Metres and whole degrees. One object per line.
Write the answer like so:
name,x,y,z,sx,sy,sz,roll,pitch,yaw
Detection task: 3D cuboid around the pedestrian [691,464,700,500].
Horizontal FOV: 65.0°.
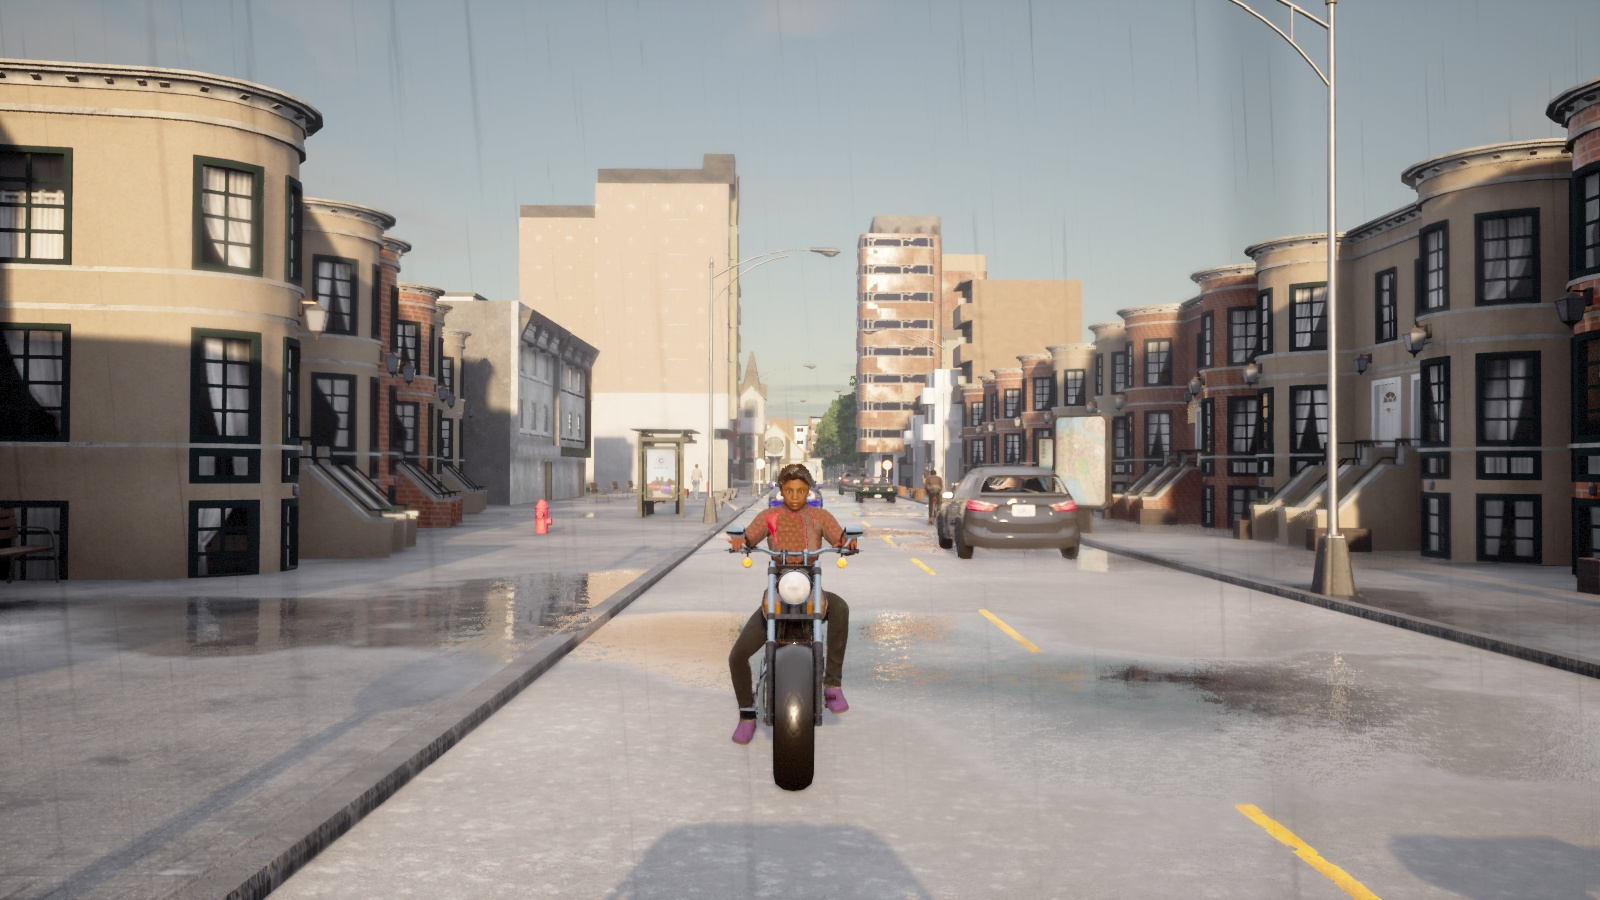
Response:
pedestrian,-5.228,1.602,63.109,0.354,1.836,0.706,0,-1,-12

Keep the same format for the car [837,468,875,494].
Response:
car,3.697,2.047,83.736,2.242,1.667,4.611,0,-1,0

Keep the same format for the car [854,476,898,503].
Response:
car,3.795,1.962,63.385,1.895,1.301,4.718,0,-1,0

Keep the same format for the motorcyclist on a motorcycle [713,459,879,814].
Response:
motorcyclist on a motorcycle,-0.025,0.883,7.031,0.766,1.649,2.350,0,-1,0

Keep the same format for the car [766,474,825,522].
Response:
car,-0.132,1.513,40.840,1.816,1.474,4.193,0,-1,0

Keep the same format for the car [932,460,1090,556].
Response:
car,3.921,1.048,24.189,2.242,1.667,4.611,0,-1,0
